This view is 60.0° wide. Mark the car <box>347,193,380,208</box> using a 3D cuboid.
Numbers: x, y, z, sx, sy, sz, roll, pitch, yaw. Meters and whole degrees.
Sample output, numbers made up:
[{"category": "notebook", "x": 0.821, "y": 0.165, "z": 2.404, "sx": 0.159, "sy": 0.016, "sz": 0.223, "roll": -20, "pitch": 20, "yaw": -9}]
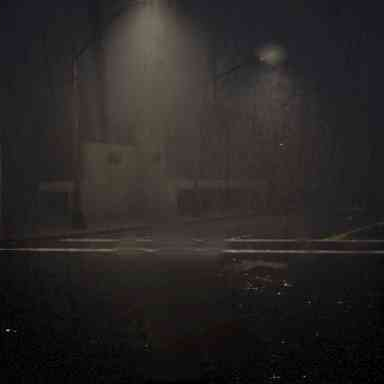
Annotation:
[{"category": "car", "x": 17.710, "y": 0.821, "z": 34.161, "sx": 2.033, "sy": 1.411, "sz": 5.357, "roll": -1, "pitch": 2, "yaw": 44}]
